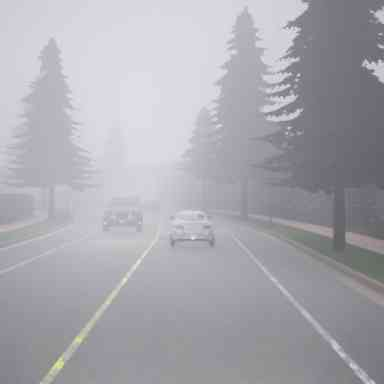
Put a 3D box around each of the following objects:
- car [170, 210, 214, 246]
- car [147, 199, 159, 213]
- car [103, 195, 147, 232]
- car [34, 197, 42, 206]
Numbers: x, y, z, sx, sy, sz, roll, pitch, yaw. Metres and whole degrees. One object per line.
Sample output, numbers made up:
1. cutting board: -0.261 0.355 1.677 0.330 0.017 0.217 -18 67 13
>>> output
1. car: -0.041 1.538 15.279 1.812 1.442 4.674 0 0 -2
2. car: -5.074 1.520 36.702 2.128 1.511 4.902 0 0 -25
3. car: -4.053 1.237 20.452 2.150 2.045 5.566 0 0 -7
4. car: -26.225 1.522 55.105 5.008 1.535 1.882 0 0 32
